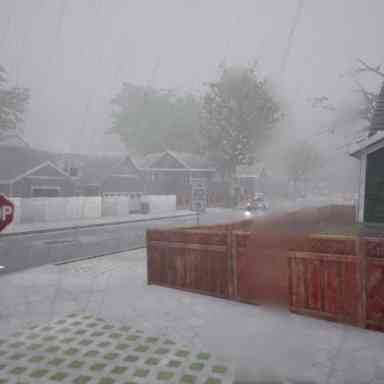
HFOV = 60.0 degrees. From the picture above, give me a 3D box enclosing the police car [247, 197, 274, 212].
[{"bbox_3d":[7.901,1.396,38.369,2.038,1.542,4.974,3,2,30],"label":"police car"}]
